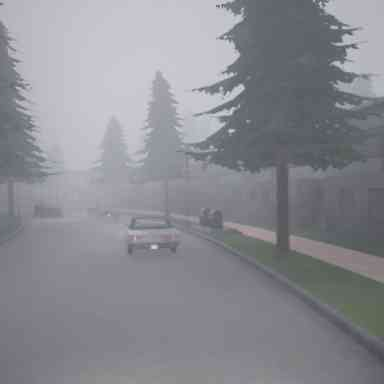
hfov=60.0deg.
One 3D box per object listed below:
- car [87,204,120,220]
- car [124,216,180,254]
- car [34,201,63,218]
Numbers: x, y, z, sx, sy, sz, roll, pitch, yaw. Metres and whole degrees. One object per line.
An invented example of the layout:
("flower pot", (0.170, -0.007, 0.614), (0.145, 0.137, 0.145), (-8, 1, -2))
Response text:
("car", (-7.988, 1.680, 29.519), (1.895, 1.301, 4.718), (0, 0, -30))
("car", (-1.805, 1.627, 13.733), (1.895, 1.301, 4.718), (0, 0, -13))
("car", (-13.661, 1.591, 31.613), (1.882, 1.535, 5.008), (0, 0, -34))
